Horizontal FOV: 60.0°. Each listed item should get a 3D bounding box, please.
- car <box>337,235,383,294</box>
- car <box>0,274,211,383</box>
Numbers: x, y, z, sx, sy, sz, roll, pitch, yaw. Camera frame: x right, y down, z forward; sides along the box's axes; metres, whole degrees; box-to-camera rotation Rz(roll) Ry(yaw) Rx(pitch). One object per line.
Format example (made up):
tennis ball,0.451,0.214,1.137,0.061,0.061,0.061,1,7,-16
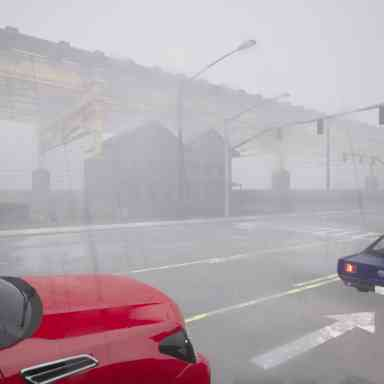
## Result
car,5.462,1.601,7.639,4.718,1.301,1.895,0,0,-35
car,-2.492,1.221,1.968,5.566,2.045,2.150,0,0,-36
